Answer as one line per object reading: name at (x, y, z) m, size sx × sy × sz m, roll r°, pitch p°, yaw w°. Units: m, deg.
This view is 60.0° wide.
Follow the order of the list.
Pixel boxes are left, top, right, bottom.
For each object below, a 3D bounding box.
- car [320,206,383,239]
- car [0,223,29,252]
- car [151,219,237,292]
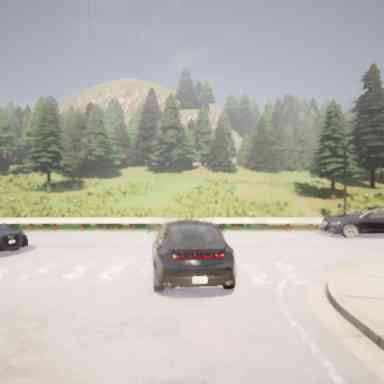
car at (9.008, 1.480, 16.671) m, size 4.902 × 1.511 × 2.128 m, roll 0°, pitch 0°, yaw 0°
car at (-8.228, 1.557, 12.224) m, size 4.181 × 1.385 × 1.994 m, roll 0°, pitch 0°, yaw 16°
car at (-0.109, 1.499, 9.014) m, size 1.837 × 1.490 × 4.892 m, roll 0°, pitch 0°, yaw -6°
